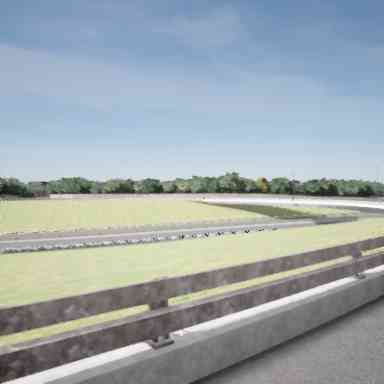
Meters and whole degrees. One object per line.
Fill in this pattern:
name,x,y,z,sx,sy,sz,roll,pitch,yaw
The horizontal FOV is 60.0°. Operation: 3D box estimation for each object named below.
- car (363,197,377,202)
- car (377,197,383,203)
car,43.053,1.922,80.117,1.837,1.490,4.892,0,-1,0
car,46.471,1.601,77.732,2.150,2.045,5.566,0,-1,3
